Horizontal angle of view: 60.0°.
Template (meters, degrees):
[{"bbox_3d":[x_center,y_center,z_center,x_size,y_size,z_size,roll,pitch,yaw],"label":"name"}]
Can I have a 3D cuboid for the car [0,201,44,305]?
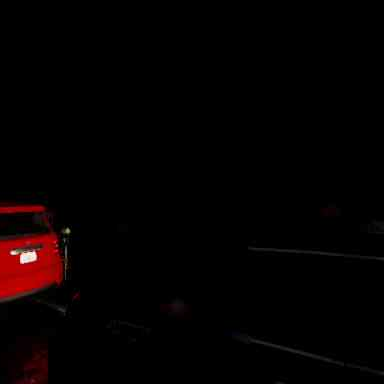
[{"bbox_3d":[-5.254,1.186,6.719,5.566,2.045,2.150,0,0,23],"label":"car"}]

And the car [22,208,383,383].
[{"bbox_3d":[1.244,1.226,2.498,5.566,2.045,2.150,0,0,36],"label":"car"}]
